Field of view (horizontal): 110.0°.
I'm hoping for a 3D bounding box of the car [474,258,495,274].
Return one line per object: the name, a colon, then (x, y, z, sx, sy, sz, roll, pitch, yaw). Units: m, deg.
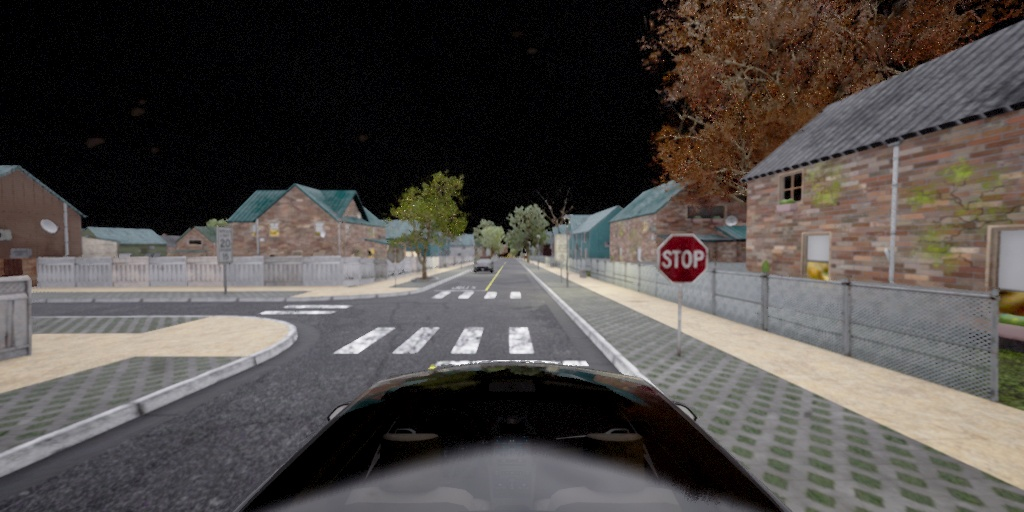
car: (-2.805, 0.977, 36.699, 1.882, 1.535, 5.008, 0, 1, 0)
